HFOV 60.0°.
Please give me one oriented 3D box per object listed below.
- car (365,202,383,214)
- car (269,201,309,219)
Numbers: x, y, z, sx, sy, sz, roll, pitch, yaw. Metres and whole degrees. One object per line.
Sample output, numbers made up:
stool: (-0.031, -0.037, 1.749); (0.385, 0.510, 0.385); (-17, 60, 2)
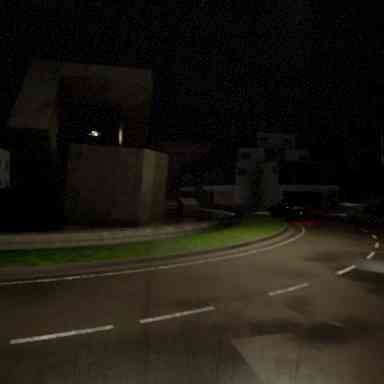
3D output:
car: (20.555, 1.605, 34.348); (5.008, 1.535, 1.882); (1, 0, -1)
car: (8.577, 1.520, 29.867); (2.128, 1.511, 4.902); (1, 0, -11)
